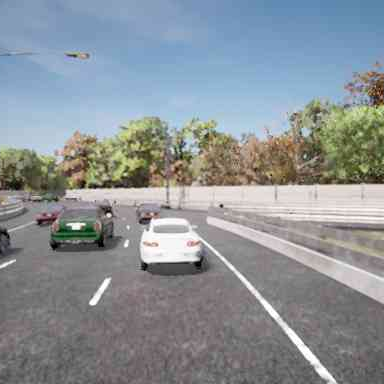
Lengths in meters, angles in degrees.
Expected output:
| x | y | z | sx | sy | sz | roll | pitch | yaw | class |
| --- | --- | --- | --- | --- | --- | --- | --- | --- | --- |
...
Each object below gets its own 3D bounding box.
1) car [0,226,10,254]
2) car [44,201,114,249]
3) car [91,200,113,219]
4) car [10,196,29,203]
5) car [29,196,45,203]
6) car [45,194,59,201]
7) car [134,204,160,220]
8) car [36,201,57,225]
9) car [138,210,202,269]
| x | y | z | sx | sy | sz | roll | pitch | yaw | class |
| --- | --- | --- | --- | --- | --- | --- | --- | --- | --- |
| -7.767 | 1.542 | 10.920 | 2.128 | 1.511 | 4.902 | 0 | 0 | -6 | car |
| -4.793 | 1.413 | 15.042 | 2.097 | 1.767 | 4.553 | 0 | 0 | -8 | car |
| -8.777 | 1.606 | 32.120 | 1.882 | 1.535 | 5.008 | 0 | 0 | -17 | car |
| -39.477 | 1.663 | 75.349 | 5.008 | 1.535 | 1.882 | 0 | 0 | 42 | car |
| -37.071 | 1.784 | 77.889 | 4.718 | 1.301 | 1.895 | 0 | 0 | 42 | car |
| -34.227 | 1.432 | 80.090 | 5.566 | 2.045 | 2.150 | 0 | 0 | 42 | car |
| -3.461 | 1.647 | 26.260 | 2.033 | 1.411 | 5.357 | 0 | 0 | -14 | car |
| -10.403 | 1.653 | 25.223 | 2.033 | 1.411 | 5.357 | 0 | 0 | -14 | car |
| -0.767 | 1.567 | 11.214 | 1.812 | 1.442 | 4.674 | 0 | 0 | -6 | car |
